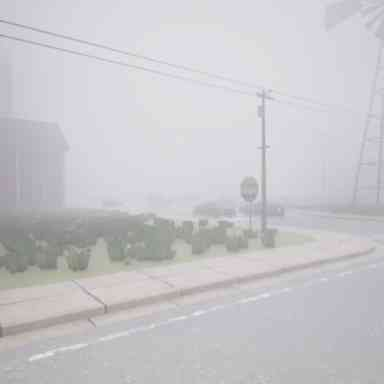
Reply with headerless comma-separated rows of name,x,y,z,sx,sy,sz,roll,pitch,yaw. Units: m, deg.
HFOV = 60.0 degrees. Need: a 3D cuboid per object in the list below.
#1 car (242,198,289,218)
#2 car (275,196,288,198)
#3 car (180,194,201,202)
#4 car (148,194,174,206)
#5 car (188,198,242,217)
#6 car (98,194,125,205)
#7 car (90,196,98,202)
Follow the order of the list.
car,6.066,1.448,29.258,1.994,1.385,4.181,0,0,-37
car,13.249,1.315,48.689,3.905,1.438,1.784,0,0,-36
car,-0.166,1.106,66.728,4.605,1.855,1.932,0,0,-36
car,-4.849,1.179,50.679,3.866,1.878,1.905,0,0,-36
car,1.877,1.468,28.689,1.994,1.385,4.181,0,0,-36
car,-10.956,1.431,46.090,1.812,1.442,4.674,0,0,-36
car,-19.137,1.347,70.218,4.611,1.667,2.242,0,0,-36
